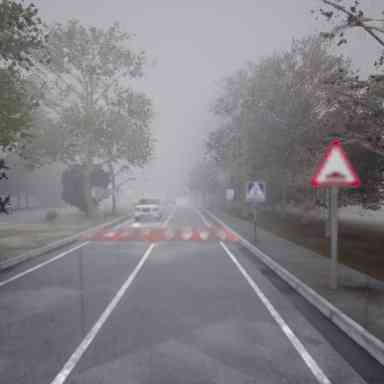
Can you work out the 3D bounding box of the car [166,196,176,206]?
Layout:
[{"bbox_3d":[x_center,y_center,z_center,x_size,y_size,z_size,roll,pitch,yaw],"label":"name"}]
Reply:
[{"bbox_3d":[-4.729,1.925,71.543,2.150,2.045,5.566,0,-1,-1],"label":"car"}]

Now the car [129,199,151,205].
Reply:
[{"bbox_3d":[-11.943,2.325,76.891,4.892,1.521,2.231,0,-2,-1],"label":"car"}]

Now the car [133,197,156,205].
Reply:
[{"bbox_3d":[-12.095,2.375,85.215,5.566,2.045,2.435,0,-2,-1],"label":"car"}]

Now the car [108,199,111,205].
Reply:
[{"bbox_3d":[-25.298,2.723,90.661,4.553,1.767,2.185,0,-2,-1],"label":"car"}]

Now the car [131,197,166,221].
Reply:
[{"bbox_3d":[-3.881,1.480,30.405,2.150,2.045,5.566,0,0,-1],"label":"car"}]

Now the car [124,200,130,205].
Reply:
[{"bbox_3d":[-11.689,2.236,74.129,5.366,1.575,1.946,0,-2,-1],"label":"car"}]

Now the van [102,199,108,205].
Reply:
[{"bbox_3d":[-25.384,2.514,87.895,4.442,1.987,1.878,0,-2,-1],"label":"van"}]

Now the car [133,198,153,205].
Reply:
[{"bbox_3d":[-12.093,2.394,82.439,4.553,1.767,2.185,0,-2,-1],"label":"car"}]

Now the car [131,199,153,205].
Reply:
[{"bbox_3d":[-12.006,2.417,79.661,5.008,1.535,2.097,0,-2,-1],"label":"car"}]

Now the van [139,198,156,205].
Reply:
[{"bbox_3d":[-12.427,2.728,93.530,4.442,1.987,1.878,0,-2,-1],"label":"van"}]
